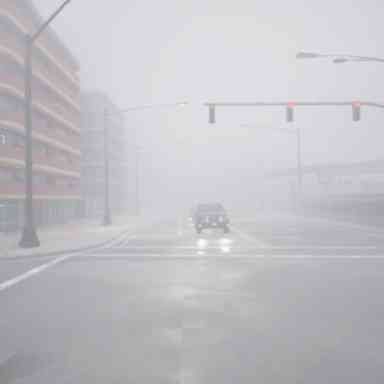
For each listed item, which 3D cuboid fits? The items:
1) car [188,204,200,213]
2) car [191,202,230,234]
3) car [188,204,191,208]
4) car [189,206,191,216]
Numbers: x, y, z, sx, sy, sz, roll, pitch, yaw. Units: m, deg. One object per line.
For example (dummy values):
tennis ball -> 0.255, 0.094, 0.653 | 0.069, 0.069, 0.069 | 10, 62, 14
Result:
car -> 0.333, 2.904, 60.299 | 1.882, 1.535, 5.008 | -1, -2, -2
car -> 1.341, 1.797, 24.159 | 2.150, 2.045, 5.566 | -1, -1, -2
car -> 0.729, 2.561, 44.549 | 1.837, 1.490, 4.892 | -1, -2, -2
car -> 1.041, 2.375, 34.176 | 1.994, 1.385, 4.181 | -1, -1, -2
